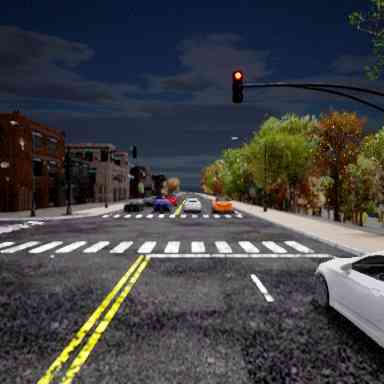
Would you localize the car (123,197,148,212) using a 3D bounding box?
[{"bbox_3d":[-6.603,1.589,38.420,1.895,1.301,4.718,0,0,0],"label":"car"}]

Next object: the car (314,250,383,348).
[{"bbox_3d":[3.354,1.524,4.772,1.812,1.442,4.674,0,0,0],"label":"car"}]

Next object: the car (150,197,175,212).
[{"bbox_3d":[-3.353,1.589,38.429,1.895,1.301,4.718,0,0,0],"label":"car"}]

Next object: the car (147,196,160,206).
[{"bbox_3d":[-6.628,1.533,50.874,2.033,1.411,5.357,0,0,0],"label":"car"}]

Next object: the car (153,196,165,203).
[{"bbox_3d":[-6.591,1.508,67.144,1.812,1.442,4.674,0,0,0],"label":"car"}]

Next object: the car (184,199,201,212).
[{"bbox_3d":[0.084,1.514,38.282,1.812,1.442,4.674,0,0,0],"label":"car"}]

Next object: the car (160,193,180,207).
[{"bbox_3d":[-3.400,1.199,51.706,2.150,2.045,5.566,0,1,-1],"label":"car"}]

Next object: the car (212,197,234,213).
[{"bbox_3d":[3.349,1.340,37.027,2.097,1.767,4.553,0,0,0],"label":"car"}]
